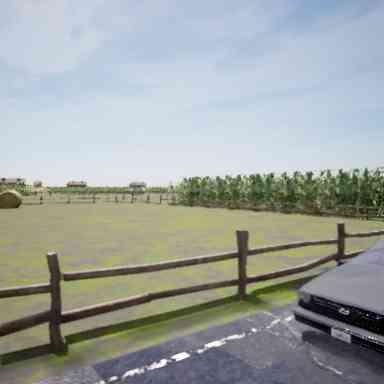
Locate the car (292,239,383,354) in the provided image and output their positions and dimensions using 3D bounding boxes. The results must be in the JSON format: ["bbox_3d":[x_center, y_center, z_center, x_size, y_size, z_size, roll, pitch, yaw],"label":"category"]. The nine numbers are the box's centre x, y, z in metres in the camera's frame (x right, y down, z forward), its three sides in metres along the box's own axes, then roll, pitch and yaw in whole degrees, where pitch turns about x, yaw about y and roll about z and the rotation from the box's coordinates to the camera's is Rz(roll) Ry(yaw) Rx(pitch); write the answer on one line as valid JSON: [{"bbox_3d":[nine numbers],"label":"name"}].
[{"bbox_3d":[4.187,1.520,5.964,5.357,1.411,2.033,0,0,-34],"label":"car"}]
